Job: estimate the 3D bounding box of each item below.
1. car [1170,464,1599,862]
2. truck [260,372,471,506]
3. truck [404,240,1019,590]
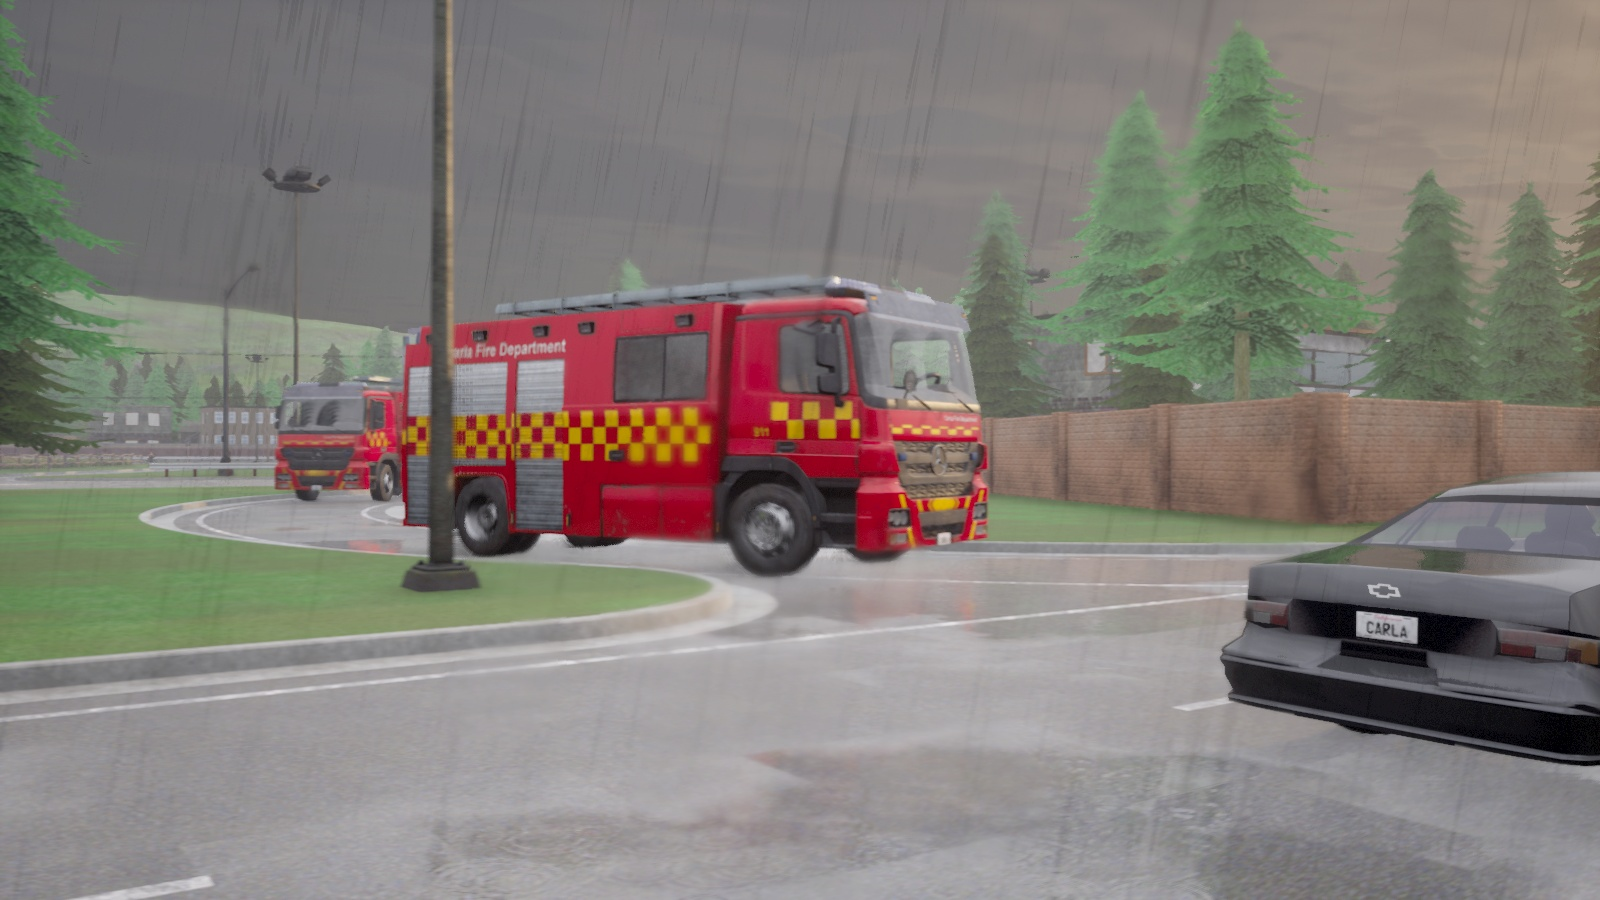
[{"bbox_3d":[4.597,0.799,6.858,5.357,1.411,2.033,0,0,-35],"label":"car"},{"bbox_3d":[-13.549,-0.293,40.125,2.891,3.827,8.468,0,0,7],"label":"truck"},{"bbox_3d":[-1.509,-0.374,17.307,8.468,3.827,2.891,0,0,34],"label":"truck"}]
